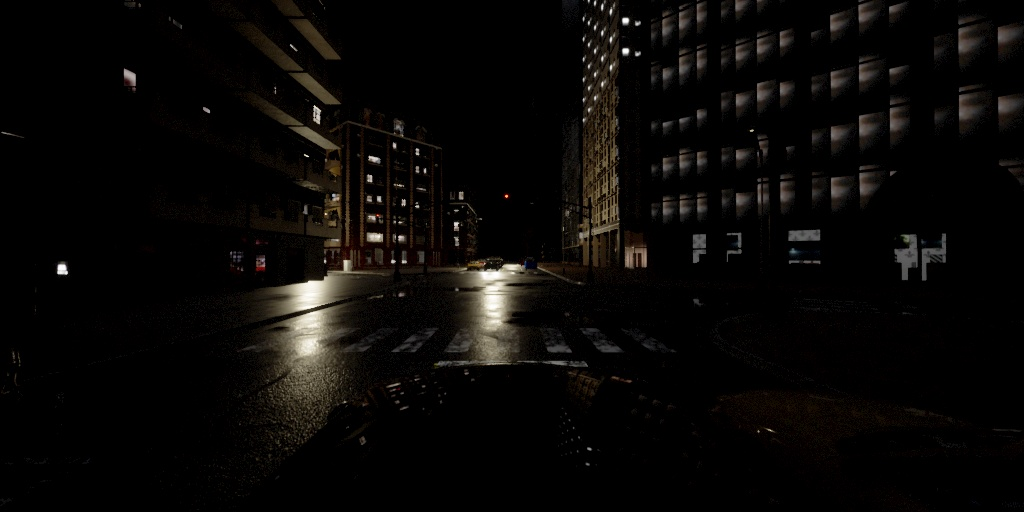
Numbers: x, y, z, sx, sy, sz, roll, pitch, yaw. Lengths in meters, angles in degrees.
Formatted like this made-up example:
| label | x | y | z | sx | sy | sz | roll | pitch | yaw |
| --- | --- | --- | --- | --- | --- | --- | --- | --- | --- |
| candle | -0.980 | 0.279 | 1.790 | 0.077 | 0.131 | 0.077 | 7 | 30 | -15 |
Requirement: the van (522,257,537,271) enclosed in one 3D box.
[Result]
| label | x | y | z | sx | sy | sz | roll | pitch | yaw |
| --- | --- | --- | --- | --- | --- | --- | --- | --- | --- |
| van | 2.609 | 1.136 | 50.060 | 1.690 | 1.789 | 3.998 | 0 | 0 | 0 |

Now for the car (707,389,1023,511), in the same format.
| label | x | y | z | sx | sy | sz | roll | pitch | yaw |
| --- | --- | --- | --- | --- | --- | --- | --- | --- | --- |
| car | 2.563 | 1.275 | 1.237 | 1.751 | 1.417 | 4.829 | 0 | 0 | 0 |

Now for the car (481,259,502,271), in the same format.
| label | x | y | z | sx | sy | sz | roll | pitch | yaw |
| --- | --- | --- | --- | --- | --- | --- | --- | --- | --- |
| car | -2.804 | 1.394 | 49.222 | 1.895 | 1.301 | 4.718 | 0 | 0 | 0 |

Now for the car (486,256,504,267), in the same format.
| label | x | y | z | sx | sy | sz | roll | pitch | yaw |
| --- | --- | --- | --- | --- | --- | --- | --- | --- | --- |
| car | -2.784 | 1.036 | 59.146 | 2.150 | 2.045 | 5.566 | 0 | 0 | 0 |

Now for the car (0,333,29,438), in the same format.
| label | x | y | z | sx | sy | sz | roll | pitch | yaw |
| --- | --- | --- | --- | --- | --- | --- | --- | --- | --- |
| car | -5.318 | 1.064 | 1.069 | 2.192 | 1.841 | 5.009 | 0 | 0 | 0 |

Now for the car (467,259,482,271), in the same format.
| label | x | y | z | sx | sy | sz | roll | pitch | yaw |
| --- | --- | --- | --- | --- | --- | --- | --- | --- | --- |
| car | -5.271 | 1.320 | 49.898 | 1.751 | 1.417 | 4.829 | 0 | 0 | 0 |
